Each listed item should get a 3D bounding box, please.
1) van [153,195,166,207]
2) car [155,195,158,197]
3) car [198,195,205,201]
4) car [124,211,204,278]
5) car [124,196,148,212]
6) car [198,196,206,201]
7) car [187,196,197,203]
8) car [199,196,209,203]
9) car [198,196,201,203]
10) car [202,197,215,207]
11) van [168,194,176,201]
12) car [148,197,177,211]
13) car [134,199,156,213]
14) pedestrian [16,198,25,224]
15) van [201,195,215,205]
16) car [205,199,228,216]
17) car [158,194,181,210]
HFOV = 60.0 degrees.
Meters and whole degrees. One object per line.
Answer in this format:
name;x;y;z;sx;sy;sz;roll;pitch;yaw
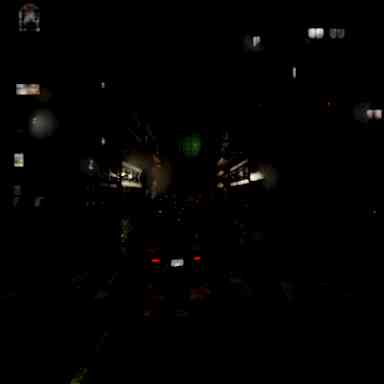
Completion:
van;-5.318;1.417;54.991;1.690;1.788;3.998;0;0;0
car;-5.317;1.615;49.439;1.887;1.381;4.507;0;0;0
car;2.560;1.655;93.857;1.887;1.381;4.507;0;0;0
car;-0.966;1.536;10.268;1.812;1.442;4.674;0;0;-15
car;-5.316;1.365;32.783;2.192;1.841;5.009;0;0;0
car;2.560;1.652;88.304;1.887;1.381;4.507;0;0;0
car;-0.006;1.572;72.588;1.882;1.535;5.008;0;0;0
car;2.561;1.644;71.648;2.008;1.369;4.403;0;0;0
car;2.562;1.523;60.544;1.967;1.590;4.097;0;0;0
car;2.563;1.646;43.888;1.802;1.307;4.206;0;0;0
van;-5.320;1.448;88.303;1.690;1.788;3.998;0;0;0
car;-2.808;1.555;32.643;1.837;1.490;4.892;0;0;2
car;-5.317;1.602;38.335;1.887;1.381;4.507;0;0;0
pedestrian;-12.153;1.325;23.533;0.375;1.860;0.375;0;1;0
van;2.563;1.412;49.440;1.690;1.788;3.998;0;0;0
car;2.564;1.617;32.784;1.947;1.339;4.313;0;0;0
car;-2.829;1.415;42.866;2.097;1.767;4.553;0;0;0
